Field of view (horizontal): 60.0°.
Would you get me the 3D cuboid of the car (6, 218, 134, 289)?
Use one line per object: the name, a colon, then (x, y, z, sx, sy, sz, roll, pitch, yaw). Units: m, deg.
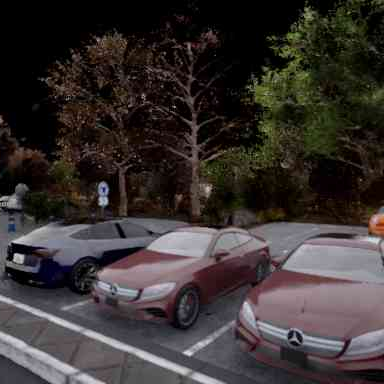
car: (-2.159, 1.403, 8.679, 2.163, 1.488, 4.792, 0, 0, 36)

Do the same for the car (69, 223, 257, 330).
car: (0.123, 1.433, 7.010, 2.002, 1.452, 4.674, 1, 0, 36)

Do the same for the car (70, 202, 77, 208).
car: (-13.588, 1.238, 32.587, 2.185, 1.767, 4.553, 1, 0, 35)

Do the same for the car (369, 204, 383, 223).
car: (9.703, 1.285, 15.578, 2.185, 1.767, 4.553, 0, 0, 36)

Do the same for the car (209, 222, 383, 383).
car: (2.419, 1.452, 5.364, 2.002, 1.452, 4.674, 0, 0, 36)

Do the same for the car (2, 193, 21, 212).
car: (-15.820, 1.088, 34.253, 2.435, 2.045, 5.566, 1, 0, 35)

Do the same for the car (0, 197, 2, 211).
car: (-18.189, 1.188, 35.945, 2.185, 1.767, 4.553, 1, 0, 35)
